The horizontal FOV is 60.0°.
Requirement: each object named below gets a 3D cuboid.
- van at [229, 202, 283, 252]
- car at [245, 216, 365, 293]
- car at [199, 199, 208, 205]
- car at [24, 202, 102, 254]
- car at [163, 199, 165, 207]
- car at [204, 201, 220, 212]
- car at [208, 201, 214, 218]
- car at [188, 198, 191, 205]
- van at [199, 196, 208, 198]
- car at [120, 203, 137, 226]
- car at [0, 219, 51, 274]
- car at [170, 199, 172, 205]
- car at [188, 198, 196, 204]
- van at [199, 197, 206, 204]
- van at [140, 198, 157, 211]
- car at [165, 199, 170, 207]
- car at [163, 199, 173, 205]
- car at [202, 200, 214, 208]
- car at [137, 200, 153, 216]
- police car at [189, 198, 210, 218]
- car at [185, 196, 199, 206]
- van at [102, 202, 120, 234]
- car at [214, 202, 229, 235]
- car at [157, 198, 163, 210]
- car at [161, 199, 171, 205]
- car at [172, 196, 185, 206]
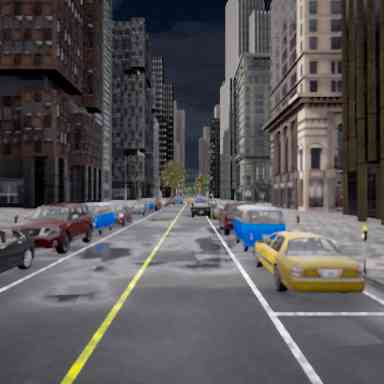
[{"bbox_3d":[2.767,1.474,14.314,1.690,1.788,3.998,0,-1,0],"label":"van"},{"bbox_3d":[2.766,1.608,8.958,1.752,1.417,4.829,0,-1,0],"label":"car"},{"bbox_3d":[2.769,2.308,80.608,1.887,1.381,4.507,0,-1,0],"label":"car"},{"bbox_3d":[-5.762,1.448,14.325,2.192,1.841,5.009,0,-1,0],"label":"car"},{"bbox_3d":[-5.777,2.044,52.999,1.887,1.381,4.507,0,-1,0],"label":"car"},{"bbox_3d":[2.768,1.997,47.460,2.008,1.369,4.403,0,-1,0],"label":"car"},{"bbox_3d":[2.767,1.816,31.056,1.752,1.417,4.829,0,-1,0],"label":"car"},{"bbox_3d":[0.788,1.893,43.947,1.882,1.535,5.008,0,-1,2],"label":"car"},{"bbox_3d":[2.769,1.998,69.561,1.690,1.788,3.998,0,-1,0],"label":"van"},{"bbox_3d":[-5.767,1.677,25.374,1.967,1.590,4.097,0,-1,0],"label":"car"},{"bbox_3d":[-5.762,1.632,8.798,2.008,1.369,4.403,0,-1,0],"label":"car"},{"bbox_3d":[-5.782,2.202,69.575,1.887,1.381,4.507,0,-1,0],"label":"car"},{"bbox_3d":[-0.010,2.219,85.168,1.994,1.385,4.181,0,-1,0],"label":"car"},{"bbox_3d":[2.770,2.158,86.135,1.690,1.788,3.998,0,-1,0],"label":"van"},{"bbox_3d":[-5.772,1.735,41.951,1.690,1.788,3.998,0,-1,0],"label":"van"},{"bbox_3d":[-5.780,2.128,63.880,1.752,1.417,4.829,0,-1,0],"label":"car"},{"bbox_3d":[-5.786,2.308,80.625,1.887,1.381,4.507,0,-1,0],"label":"car"},{"bbox_3d":[2.768,2.134,58.509,1.802,1.307,4.206,0,-1,0],"label":"car"},{"bbox_3d":[-5.771,1.892,36.424,2.008,1.369,4.403,0,-1,0],"label":"car"},{"bbox_3d":[0.896,1.744,34.034,1.930,1.638,5.238,0,-1,0],"label":"police car"},{"bbox_3d":[-0.008,2.007,70.275,1.882,1.535,5.008,0,-1,0],"label":"car"},{"bbox_3d":[-5.765,1.526,19.851,1.690,1.788,3.998,0,-1,0],"label":"van"},{"bbox_3d":[2.767,1.499,19.839,2.192,1.841,5.009,0,-1,0],"label":"car"},{"bbox_3d":[-5.774,1.762,47.477,2.192,1.841,5.009,0,-1,0],"label":"car"},{"bbox_3d":[-5.784,2.255,75.100,1.887,1.381,4.507,0,-1,0],"label":"car"},{"bbox_3d":[-3.008,1.892,70.966,2.150,2.045,5.566,0,-1,0],"label":"car"}]
